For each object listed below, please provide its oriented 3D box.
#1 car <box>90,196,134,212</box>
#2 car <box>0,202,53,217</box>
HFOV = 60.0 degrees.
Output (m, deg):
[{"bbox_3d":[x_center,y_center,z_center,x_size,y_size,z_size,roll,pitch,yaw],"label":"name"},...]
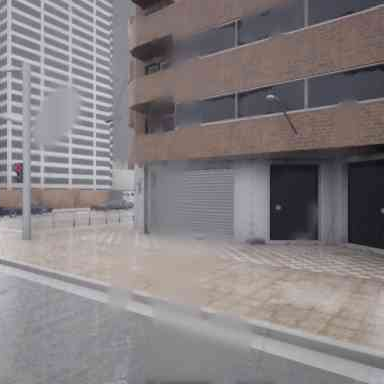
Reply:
[{"bbox_3d":[-9.423,1.547,39.463,2.033,1.411,5.357,0,0,36],"label":"car"},{"bbox_3d":[-15.582,1.601,31.009,1.895,1.301,4.718,0,0,36],"label":"car"}]
